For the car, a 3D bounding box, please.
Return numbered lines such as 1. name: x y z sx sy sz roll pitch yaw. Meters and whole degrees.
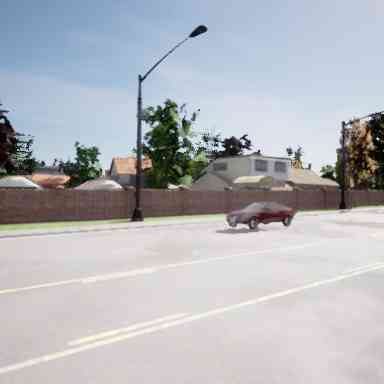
1. car: 4.146 1.290 19.720 4.674 1.442 1.812 0 0 -35
